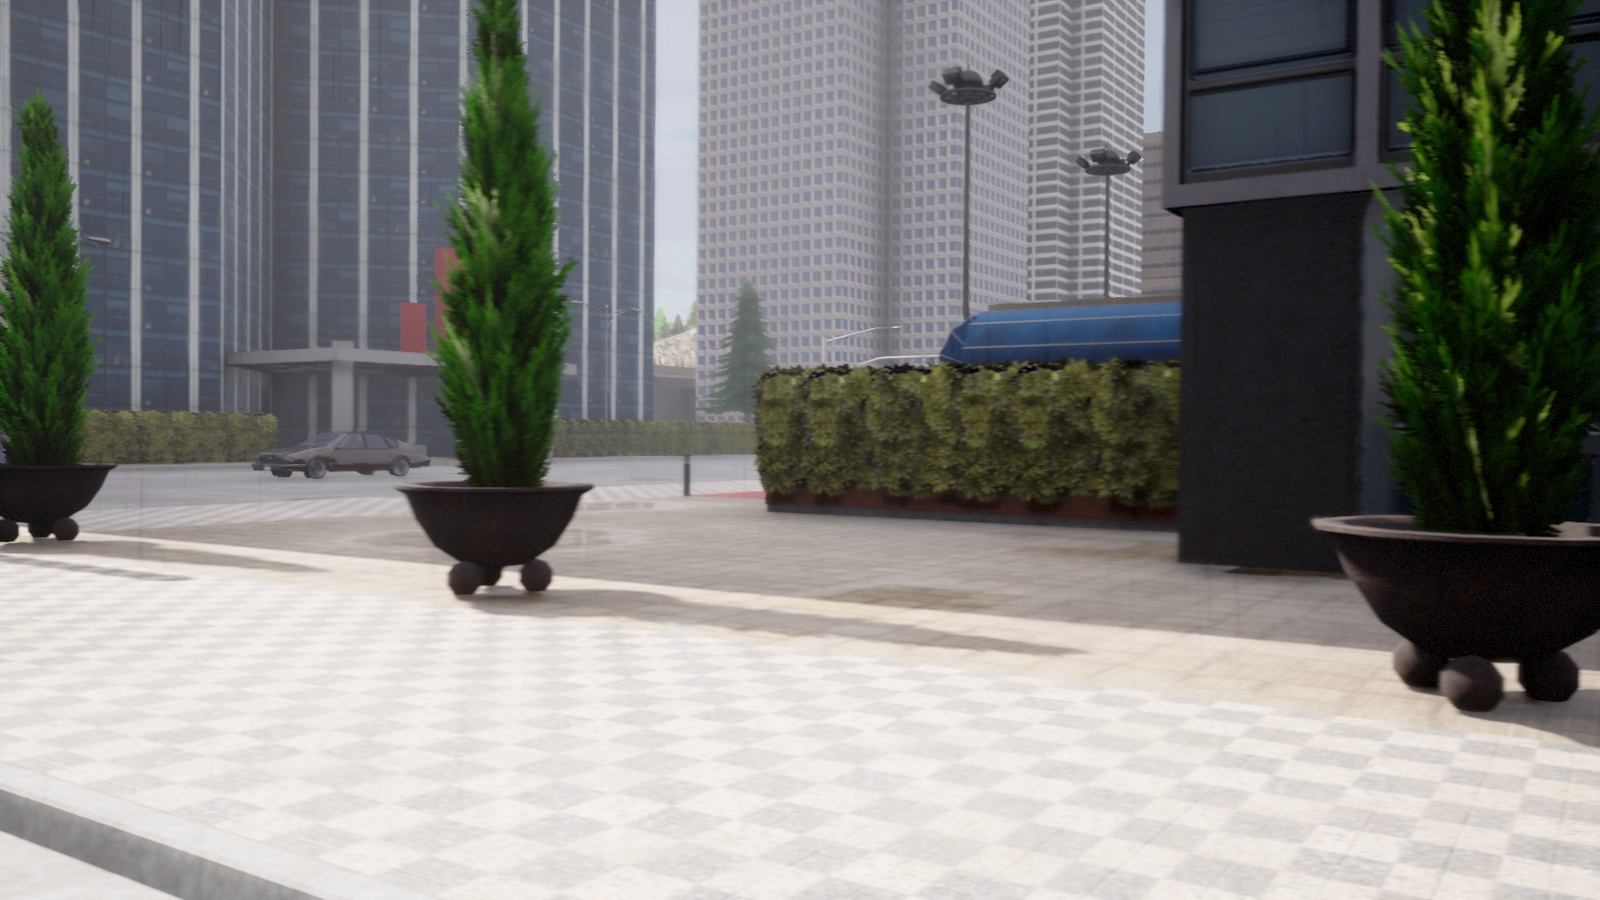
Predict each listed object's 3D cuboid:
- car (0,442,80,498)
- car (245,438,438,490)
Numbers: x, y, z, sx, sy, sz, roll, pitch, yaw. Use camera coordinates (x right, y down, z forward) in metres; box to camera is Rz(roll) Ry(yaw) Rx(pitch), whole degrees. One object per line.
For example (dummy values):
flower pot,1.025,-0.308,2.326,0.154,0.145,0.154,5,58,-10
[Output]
car,-21.815,0.536,32.282,2.033,1.411,5.357,0,1,33
car,-13.809,0.383,38.191,2.033,1.411,5.357,0,1,33
